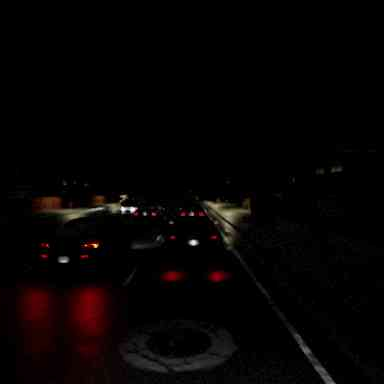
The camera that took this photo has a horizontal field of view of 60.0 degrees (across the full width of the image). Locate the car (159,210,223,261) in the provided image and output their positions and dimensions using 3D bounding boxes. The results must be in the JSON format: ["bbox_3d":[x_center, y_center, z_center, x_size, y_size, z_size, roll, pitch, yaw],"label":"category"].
[{"bbox_3d":[0.062,1.562,12.377,1.994,1.385,4.181,0,0,0],"label":"car"}]

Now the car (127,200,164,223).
[{"bbox_3d":[-3.205,1.561,25.265,2.033,1.411,5.357,0,0,1],"label":"car"}]

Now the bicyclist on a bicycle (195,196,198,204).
[{"bbox_3d":[0.888,1.626,70.564,0.582,1.620,1.656,0,-1,0],"label":"bicyclist on a bicycle"}]

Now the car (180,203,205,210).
[{"bbox_3d":[0.044,1.561,25.235,2.033,1.411,5.357,0,0,0],"label":"car"}]

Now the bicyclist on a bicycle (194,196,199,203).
[{"bbox_3d":[0.886,1.577,61.561,0.866,1.612,1.509,0,0,0],"label":"bicyclist on a bicycle"}]

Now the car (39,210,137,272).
[{"bbox_3d":[-3.198,1.525,10.682,1.812,1.442,4.674,0,0,1],"label":"car"}]

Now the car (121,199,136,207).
[{"bbox_3d":[-9.822,1.702,52.605,1.895,1.301,4.718,0,0,0],"label":"car"}]
